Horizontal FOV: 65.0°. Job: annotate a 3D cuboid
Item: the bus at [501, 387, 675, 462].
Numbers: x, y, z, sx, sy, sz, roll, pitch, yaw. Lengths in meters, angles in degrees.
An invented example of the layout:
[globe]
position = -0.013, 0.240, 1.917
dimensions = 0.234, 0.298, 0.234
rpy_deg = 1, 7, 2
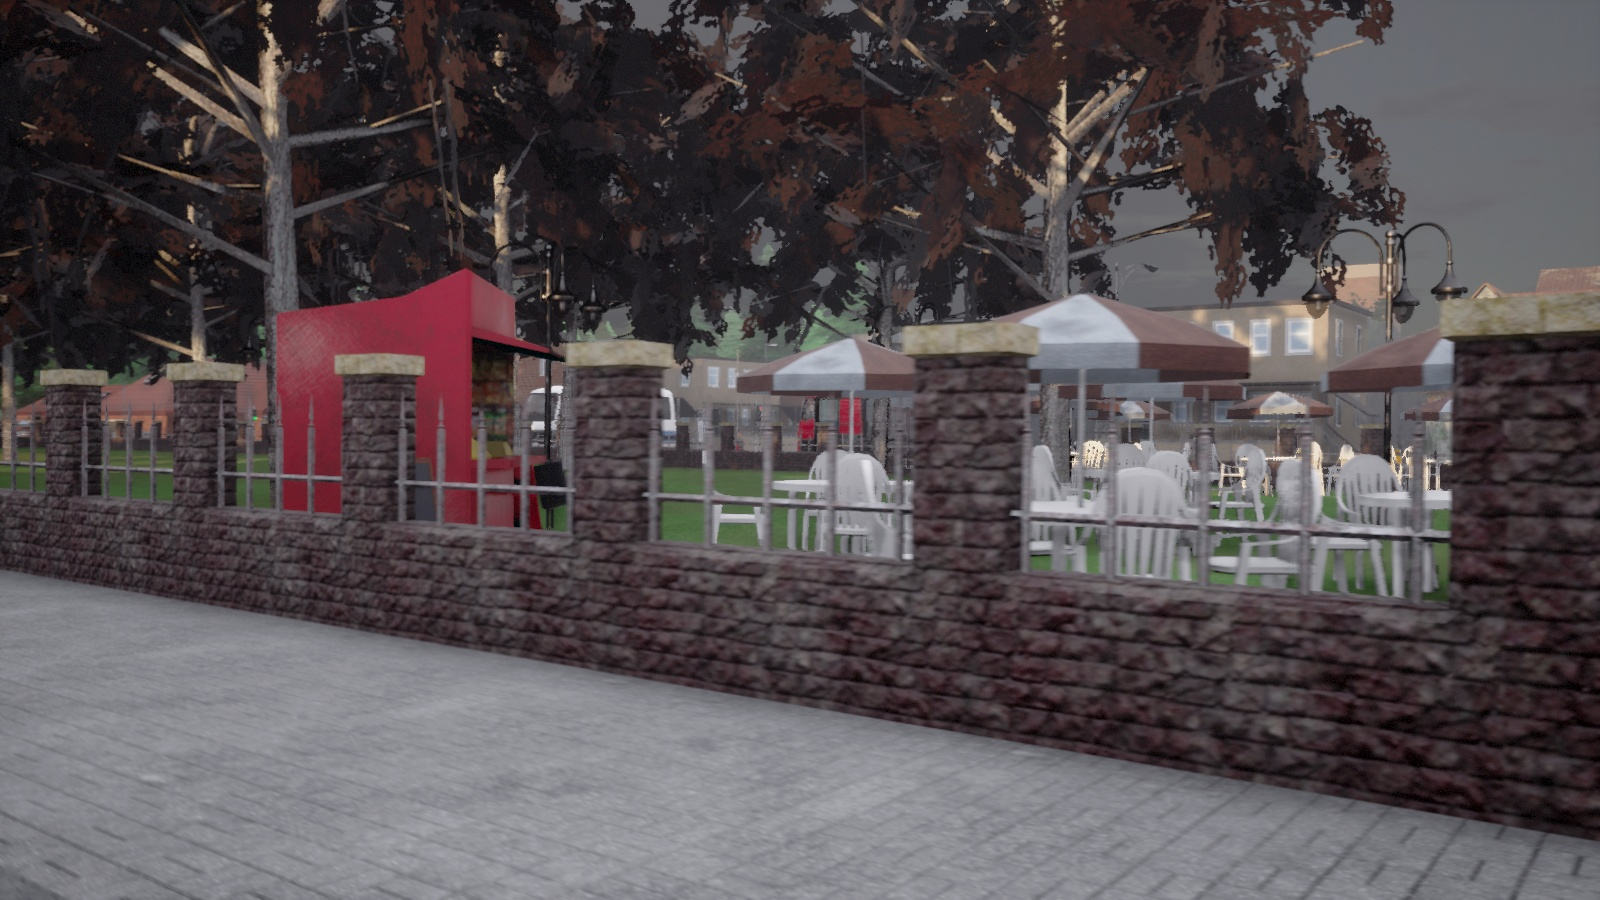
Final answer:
[bus]
position = -12.807, -1.552, 76.979
dimensions = 3.944, 4.253, 10.273
rpy_deg = 1, 1, 41

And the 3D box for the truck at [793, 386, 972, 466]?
[truck]
position = 3.718, -1.050, 57.930
dimensions = 7.936, 3.462, 2.891
rpy_deg = 0, 1, 37
